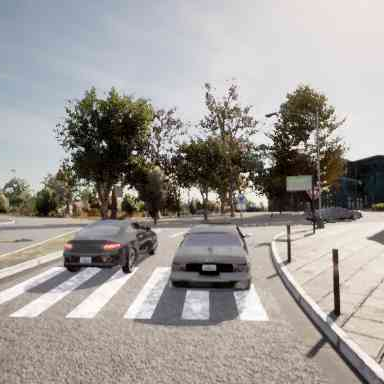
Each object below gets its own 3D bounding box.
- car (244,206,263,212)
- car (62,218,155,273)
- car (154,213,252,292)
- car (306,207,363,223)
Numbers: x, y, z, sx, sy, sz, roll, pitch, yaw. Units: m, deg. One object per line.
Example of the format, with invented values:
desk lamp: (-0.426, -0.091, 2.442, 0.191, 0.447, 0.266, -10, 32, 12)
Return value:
car: (13.724, 4.006, 74.487, 1.837, 1.490, 4.892, 3, -6, -34)
car: (-2.410, 1.559, 10.674, 1.812, 1.442, 4.674, -1, 0, 7)
car: (0.618, 1.548, 9.115, 2.033, 1.411, 5.357, -1, 0, 6)
car: (12.814, 2.025, 30.023, 5.357, 1.411, 2.033, -1, -3, -24)
